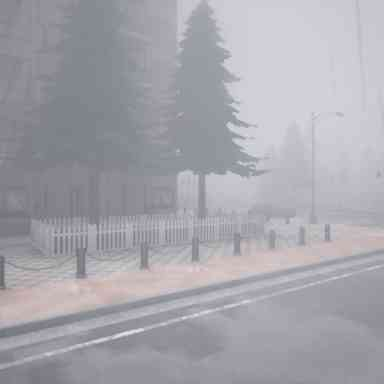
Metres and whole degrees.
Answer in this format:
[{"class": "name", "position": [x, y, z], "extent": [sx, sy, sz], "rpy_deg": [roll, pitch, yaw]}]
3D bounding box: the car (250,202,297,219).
[{"class": "car", "position": [7.029, 1.547, 28.993], "extent": [1.994, 1.385, 4.181], "rpy_deg": [0, 0, -35]}]

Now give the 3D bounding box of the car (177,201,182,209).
[{"class": "car", "position": [-3.225, 1.474, 43.740], "extent": [2.128, 1.511, 4.902], "rpy_deg": [0, 0, -35]}]
